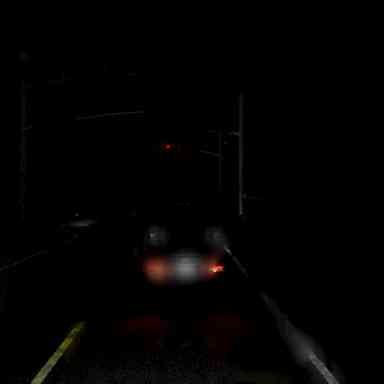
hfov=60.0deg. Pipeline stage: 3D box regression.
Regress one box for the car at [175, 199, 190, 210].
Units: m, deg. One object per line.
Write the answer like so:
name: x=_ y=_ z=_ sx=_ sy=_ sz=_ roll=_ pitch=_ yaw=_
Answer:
car: x=-1.185 y=1.547 z=42.492 sx=2.033 sy=1.411 sz=5.357 roll=0 pitch=0 yaw=-2

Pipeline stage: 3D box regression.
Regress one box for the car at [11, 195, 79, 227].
car: x=-10.584 y=1.210 z=22.363 sx=5.566 sy=2.045 sz=2.150 roll=0 pitch=0 yaw=-3

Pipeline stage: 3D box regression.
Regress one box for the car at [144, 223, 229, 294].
car: x=-0.175 y=1.547 z=8.963 sx=2.033 sy=1.411 sz=5.357 roll=0 pitch=0 yaw=-1
